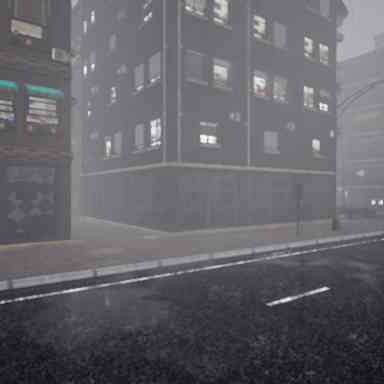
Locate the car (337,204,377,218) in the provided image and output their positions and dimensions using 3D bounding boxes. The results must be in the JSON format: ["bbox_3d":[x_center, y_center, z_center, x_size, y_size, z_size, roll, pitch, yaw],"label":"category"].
[{"bbox_3d":[16.696,1.943,34.970,1.895,1.301,4.718,0,-1,-39],"label":"car"}]

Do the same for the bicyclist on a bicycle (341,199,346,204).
[{"bbox_3d":[20.346,1.714,44.720,1.656,1.620,0.582,0,0,-36],"label":"bicyclist on a bicycle"}]
